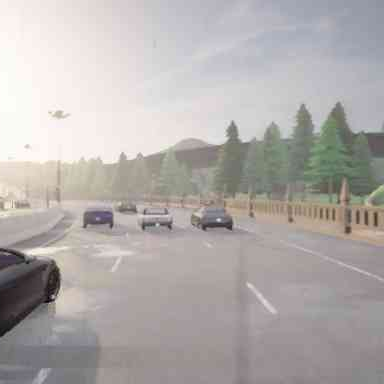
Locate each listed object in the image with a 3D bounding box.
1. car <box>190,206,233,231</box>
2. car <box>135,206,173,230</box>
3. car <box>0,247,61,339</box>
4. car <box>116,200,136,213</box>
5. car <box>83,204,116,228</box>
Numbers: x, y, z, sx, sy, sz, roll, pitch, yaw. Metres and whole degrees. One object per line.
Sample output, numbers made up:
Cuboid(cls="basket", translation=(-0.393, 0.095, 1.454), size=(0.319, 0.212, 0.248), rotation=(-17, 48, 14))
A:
Cuboid(cls="car", translation=(1.154, 1.588, 21.141), size=(1.994, 1.385, 4.181), rotation=(0, 0, -11))
Cuboid(cls="car", translation=(-2.481, 1.641, 21.678), size=(1.895, 1.301, 4.718), rotation=(0, 0, -12))
Cuboid(cls="car", translation=(-3.767, 1.588, 5.572), size=(1.994, 1.385, 4.181), rotation=(0, 0, -3))
Cuboid(cls="car", translation=(-7.736, 1.649, 38.553), size=(1.994, 1.385, 4.181), rotation=(0, 0, -22))
Cuboid(cls="car", translation=(-6.425, 1.536, 23.126), size=(1.882, 1.535, 5.008), rotation=(0, 0, -13))
